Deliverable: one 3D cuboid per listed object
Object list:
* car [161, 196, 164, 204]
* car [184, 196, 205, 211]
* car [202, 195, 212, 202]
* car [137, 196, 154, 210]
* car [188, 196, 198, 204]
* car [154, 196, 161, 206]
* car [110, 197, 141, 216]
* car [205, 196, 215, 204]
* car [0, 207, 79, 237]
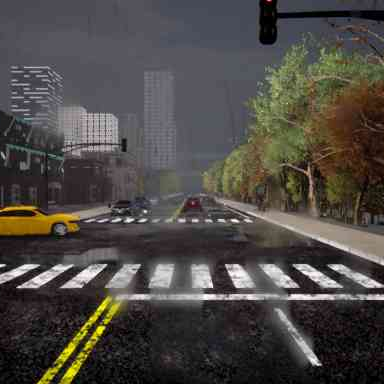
[{"bbox_3d":[-6.484,1.467,63.493,2.128,1.511,4.902,0,0,1],"label":"car"},{"bbox_3d":[0.129,1.337,40.727,2.097,1.767,4.553,0,0,0],"label":"car"},{"bbox_3d":[3.328,1.510,74.422,2.033,1.411,5.357,0,0,0],"label":"car"},{"bbox_3d":[-6.548,1.337,42.757,2.097,1.767,4.553,0,0,0],"label":"car"},{"bbox_3d":[0.162,1.575,66.242,1.895,1.301,4.718,0,0,0],"label":"car"},{"bbox_3d":[-6.532,1.506,53.050,1.812,1.442,4.674,0,0,0],"label":"car"},{"bbox_3d":[-6.561,1.516,32.564,1.812,1.442,4.674,0,0,0],"label":"car"},{"bbox_3d":[3.410,1.523,63.768,2.033,1.411,5.357,0,0,0],"label":"car"},{"bbox_3d":[-8.437,1.491,17.063,5.008,1.535,1.882,-1,1,-15],"label":"car"}]
